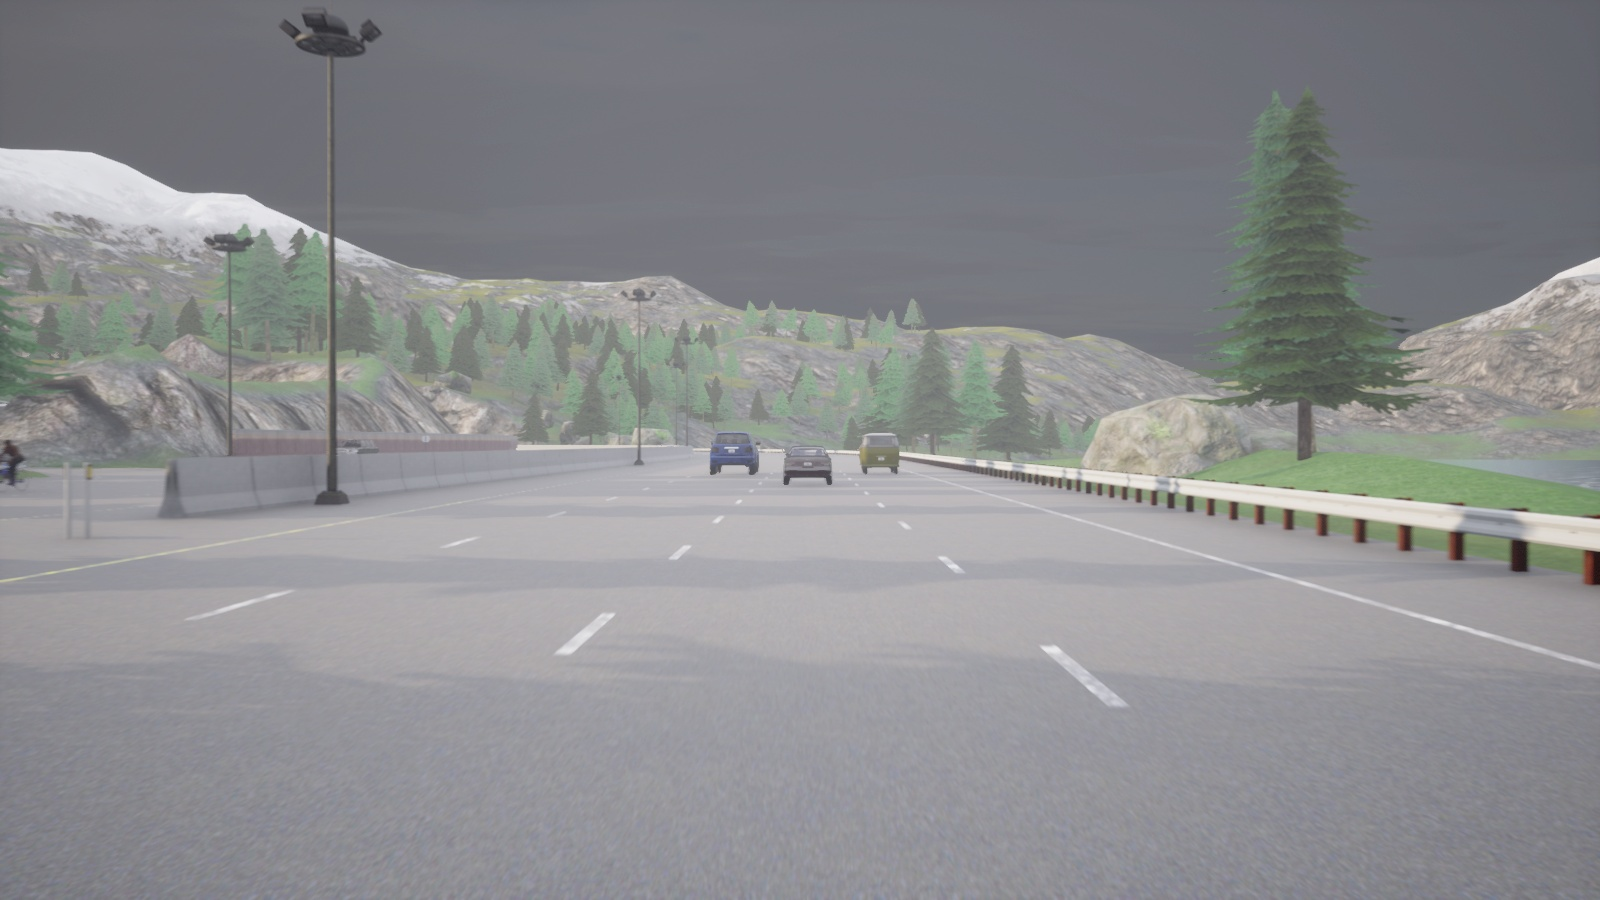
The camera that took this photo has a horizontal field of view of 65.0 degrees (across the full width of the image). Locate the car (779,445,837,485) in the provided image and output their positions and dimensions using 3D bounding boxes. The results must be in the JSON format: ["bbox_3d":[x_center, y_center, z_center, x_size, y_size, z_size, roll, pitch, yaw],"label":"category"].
[{"bbox_3d":[0.289,0.534,47.143,2.033,1.411,5.357,0,0,0],"label":"car"}]

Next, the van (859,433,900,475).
[{"bbox_3d":[3.867,0.161,61.525,1.775,1.987,4.442,0,0,0],"label":"van"}]

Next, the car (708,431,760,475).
[{"bbox_3d":[-3.138,0.128,60.670,2.150,2.045,5.566,0,0,0],"label":"car"}]

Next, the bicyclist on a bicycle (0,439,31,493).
[{"bbox_3d":[-24.266,0.468,38.292,0.582,1.620,1.656,0,1,0],"label":"bicyclist on a bicycle"}]

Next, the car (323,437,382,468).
[{"bbox_3d":[-27.544,0.114,77.436,1.932,1.855,4.605,0,0,0],"label":"car"}]
